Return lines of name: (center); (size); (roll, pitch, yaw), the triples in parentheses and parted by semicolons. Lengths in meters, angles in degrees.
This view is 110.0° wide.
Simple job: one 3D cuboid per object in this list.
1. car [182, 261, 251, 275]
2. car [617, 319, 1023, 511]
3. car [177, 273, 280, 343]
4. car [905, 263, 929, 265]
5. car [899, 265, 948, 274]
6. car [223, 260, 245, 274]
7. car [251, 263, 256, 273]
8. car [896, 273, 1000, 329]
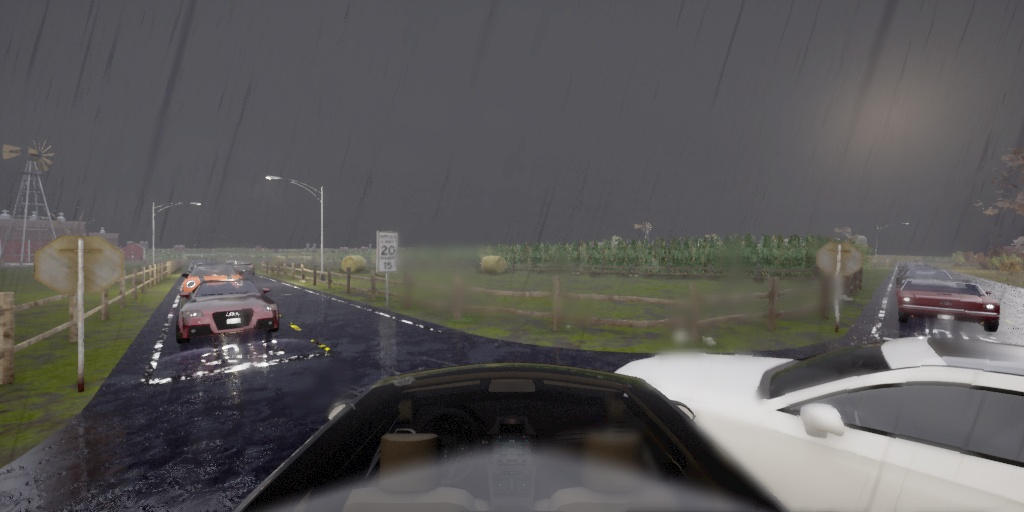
car: (-13.658, 1.134, 16.451); (2.097, 1.767, 4.553); (0, 0, -42)
car: (2.846, 1.293, 2.320); (1.812, 1.442, 4.674); (0, 1, -44)
car: (-7.906, 1.352, 9.946); (1.994, 1.385, 4.181); (0, 0, -42)
car: (27.437, 1.387, 24.110); (4.181, 1.385, 1.994); (0, 1, -43)
car: (20.659, 1.353, 17.880); (5.357, 1.411, 2.033); (0, 1, -43)
car: (-33.546, 1.288, 43.211); (1.837, 1.490, 4.892); (0, 0, -41)
car: (-26.852, 1.269, 35.729); (2.128, 1.511, 4.902); (0, 0, -41)
car: (13.558, 1.392, 11.342); (4.718, 1.301, 1.895); (0, 1, -43)
